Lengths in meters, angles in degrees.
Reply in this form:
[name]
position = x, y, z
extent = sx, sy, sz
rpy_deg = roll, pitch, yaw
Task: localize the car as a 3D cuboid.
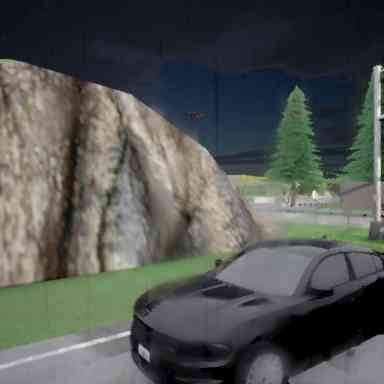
[car]
position = 1.528, 1.482, 5.043
extent = 5.008, 1.535, 1.882
rpy_deg = 0, 0, -35
